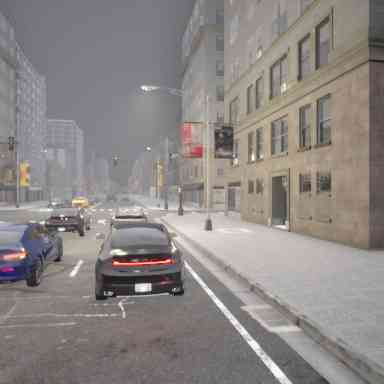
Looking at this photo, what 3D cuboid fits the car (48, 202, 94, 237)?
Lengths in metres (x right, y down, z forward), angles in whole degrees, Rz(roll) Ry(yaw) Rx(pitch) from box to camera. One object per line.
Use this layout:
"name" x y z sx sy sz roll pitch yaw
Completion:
"car" -6.615 1.511 18.004 1.837 1.490 4.892 0 0 -11

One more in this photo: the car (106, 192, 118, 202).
"car" -18.823 1.250 77.767 2.150 2.045 5.566 0 0 -11

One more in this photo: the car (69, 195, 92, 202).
"car" -16.394 1.500 48.953 1.882 1.535 5.008 0 0 -11

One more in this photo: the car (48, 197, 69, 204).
"car" -19.605 1.514 48.176 2.128 1.511 4.902 0 0 -14

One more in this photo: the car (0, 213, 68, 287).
"car" -4.798 1.528 9.038 1.812 1.442 4.674 0 0 -11

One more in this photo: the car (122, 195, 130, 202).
"car" -15.964 1.624 80.022 1.895 1.301 4.718 0 0 -11

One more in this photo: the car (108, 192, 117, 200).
"car" -20.892 1.123 87.979 2.150 2.045 5.566 0 0 -11

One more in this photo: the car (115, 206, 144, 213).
"car" -3.320 1.497 17.598 2.128 1.511 4.902 0 0 -11

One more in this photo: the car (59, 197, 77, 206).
"car" -21.463 1.574 57.744 2.033 1.411 5.357 0 0 -11

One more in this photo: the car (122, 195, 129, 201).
"car" -17.947 1.508 89.816 1.882 1.535 5.008 0 0 -11

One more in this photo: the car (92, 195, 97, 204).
"car" -18.201 1.378 58.038 2.097 1.767 4.553 0 0 -12

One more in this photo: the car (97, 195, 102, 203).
"car" -20.089 1.581 67.647 1.994 1.385 4.181 0 0 -11

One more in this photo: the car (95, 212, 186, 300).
"car" -1.373 1.507 8.478 1.837 1.490 4.892 0 0 -11

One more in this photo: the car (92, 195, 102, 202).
"car" -22.091 1.504 77.530 1.837 1.490 4.892 0 0 -11

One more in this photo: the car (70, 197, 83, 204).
"car" -23.392 1.624 67.584 1.895 1.301 4.718 0 0 -11
